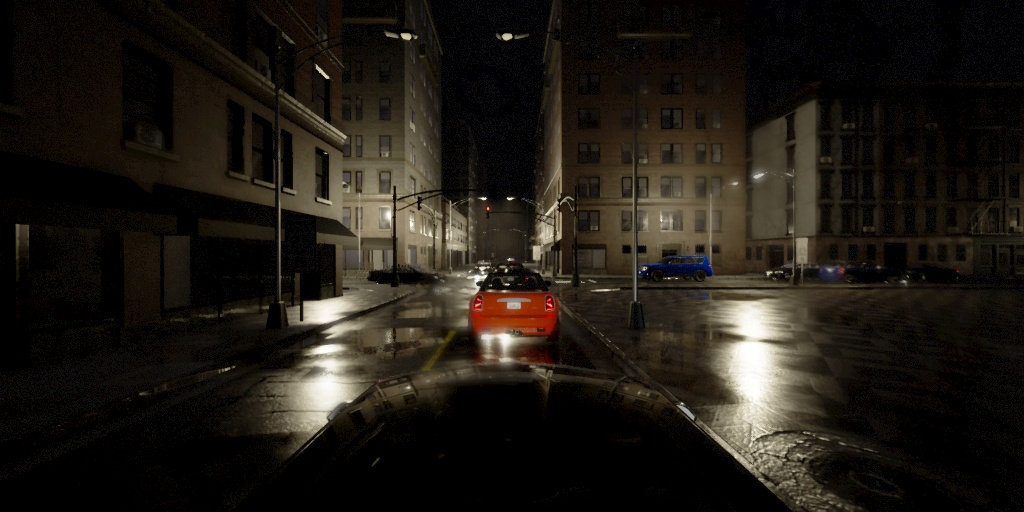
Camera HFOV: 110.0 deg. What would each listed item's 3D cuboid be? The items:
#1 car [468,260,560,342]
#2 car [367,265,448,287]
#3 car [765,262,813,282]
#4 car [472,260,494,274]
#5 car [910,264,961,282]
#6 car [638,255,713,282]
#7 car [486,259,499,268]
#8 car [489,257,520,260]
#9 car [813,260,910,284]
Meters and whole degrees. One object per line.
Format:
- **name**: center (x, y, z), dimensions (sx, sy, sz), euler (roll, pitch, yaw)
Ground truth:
- **car**: center (0.048, 1.101, 9.941), dimensions (2.097, 1.767, 4.553), euler (0, 0, 0)
- **car**: center (-7.097, 1.297, 24.399), dimensions (5.357, 1.411, 2.033), euler (0, 0, 15)
- **car**: center (22.982, 1.245, 28.725), dimensions (4.902, 1.511, 2.128), euler (0, 0, -1)
- **car**: center (-3.224, 1.236, 41.255), dimensions (2.128, 1.511, 4.902), euler (0, 0, 0)
- **car**: center (33.037, 1.318, 28.807), dimensions (4.181, 1.385, 1.994), euler (0, 0, 0)
- **car**: center (12.961, 0.973, 28.621), dimensions (5.566, 2.045, 2.150), euler (0, 0, -1)
- **car**: center (-3.273, 1.290, 61.774), dimensions (2.033, 1.411, 5.357), euler (0, 0, 0)
- **car**: center (-0.183, 1.100, 18.861), dimensions (2.097, 1.767, 4.553), euler (0, 0, -3)
- **car**: center (24.782, 1.110, 25.544), dimensions (4.553, 1.767, 2.097), euler (0, 0, -1)
